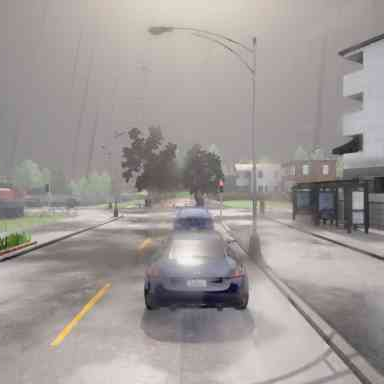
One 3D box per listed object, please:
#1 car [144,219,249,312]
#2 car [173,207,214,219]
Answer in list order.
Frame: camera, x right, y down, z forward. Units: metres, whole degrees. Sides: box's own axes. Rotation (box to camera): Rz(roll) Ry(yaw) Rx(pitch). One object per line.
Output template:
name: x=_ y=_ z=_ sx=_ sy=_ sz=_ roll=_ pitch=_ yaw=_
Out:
car: x=0.090 y=1.564 z=7.808 sx=1.994 sy=1.385 sz=4.181 roll=0 pitch=0 yaw=0
car: x=0.080 y=1.478 z=16.791 sx=1.882 sy=1.535 sz=5.008 roll=0 pitch=0 yaw=0
